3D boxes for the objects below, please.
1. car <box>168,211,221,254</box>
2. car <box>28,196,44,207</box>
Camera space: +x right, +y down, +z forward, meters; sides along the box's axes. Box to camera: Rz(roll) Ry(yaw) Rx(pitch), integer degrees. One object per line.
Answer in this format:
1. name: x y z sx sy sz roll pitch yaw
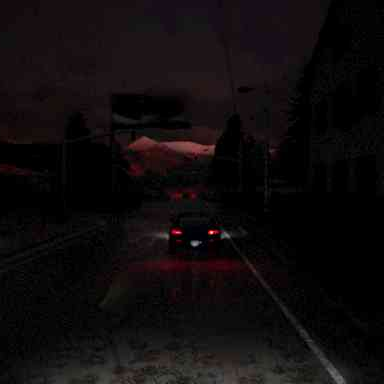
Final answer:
1. car: 0.093 1.464 13.012 1.812 1.442 4.674 0 0 0
2. car: -22.197 1.436 50.060 4.611 1.667 2.242 0 0 0
